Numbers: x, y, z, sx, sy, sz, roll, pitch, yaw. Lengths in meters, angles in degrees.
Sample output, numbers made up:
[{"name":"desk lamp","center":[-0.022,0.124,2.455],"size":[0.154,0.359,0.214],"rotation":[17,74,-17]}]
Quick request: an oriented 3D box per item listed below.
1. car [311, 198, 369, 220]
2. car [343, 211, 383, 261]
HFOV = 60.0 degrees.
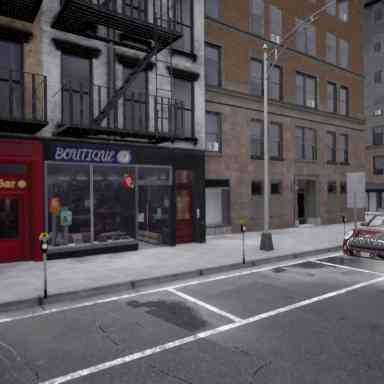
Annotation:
[{"name":"car","center":[13.980,1.536,31.644],"size":[2.097,1.767,4.553],"rotation":[-1,0,-36]},{"name":"car","center":[7.051,1.441,11.606],"size":[4.097,1.590,1.967],"rotation":[0,-1,-36]}]
